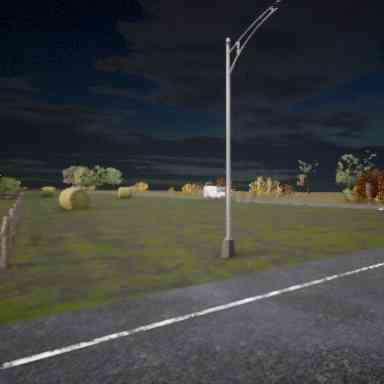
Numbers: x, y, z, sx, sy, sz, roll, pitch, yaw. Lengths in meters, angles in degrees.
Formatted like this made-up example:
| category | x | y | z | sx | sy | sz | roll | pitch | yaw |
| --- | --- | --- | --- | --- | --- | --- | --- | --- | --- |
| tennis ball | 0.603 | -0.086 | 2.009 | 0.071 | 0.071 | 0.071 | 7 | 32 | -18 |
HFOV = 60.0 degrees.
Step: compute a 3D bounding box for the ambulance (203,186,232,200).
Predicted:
| category | x | y | z | sx | sy | sz | roll | pitch | yaw |
| --- | --- | --- | --- | --- | --- | --- | --- | --- | --- |
| ambulance | 4.815 | 0.177 | 61.974 | 2.351 | 2.431 | 6.366 | 1 | 0 | -32 |
